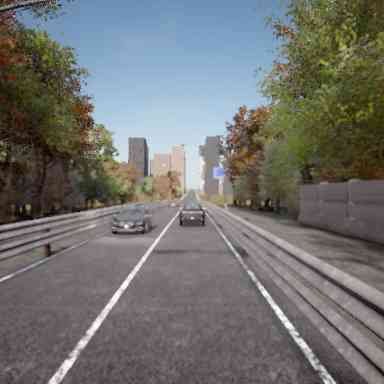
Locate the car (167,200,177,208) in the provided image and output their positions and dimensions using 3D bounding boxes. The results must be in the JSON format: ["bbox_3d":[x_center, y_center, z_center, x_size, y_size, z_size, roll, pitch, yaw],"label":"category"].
[{"bbox_3d":[-3.289,2.150,60.384,1.812,1.442,4.674,0,-1,1],"label":"car"}]

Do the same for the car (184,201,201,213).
[{"bbox_3d":[0.080,1.835,42.005,2.033,1.411,5.357,0,-1,0],"label":"car"}]

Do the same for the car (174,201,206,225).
[{"bbox_3d":[0.037,1.577,24.698,2.128,1.511,4.902,0,0,1],"label":"car"}]

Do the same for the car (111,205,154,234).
[{"bbox_3d":[-3.351,1.551,19.404,1.837,1.490,4.892,0,0,0],"label":"car"}]
